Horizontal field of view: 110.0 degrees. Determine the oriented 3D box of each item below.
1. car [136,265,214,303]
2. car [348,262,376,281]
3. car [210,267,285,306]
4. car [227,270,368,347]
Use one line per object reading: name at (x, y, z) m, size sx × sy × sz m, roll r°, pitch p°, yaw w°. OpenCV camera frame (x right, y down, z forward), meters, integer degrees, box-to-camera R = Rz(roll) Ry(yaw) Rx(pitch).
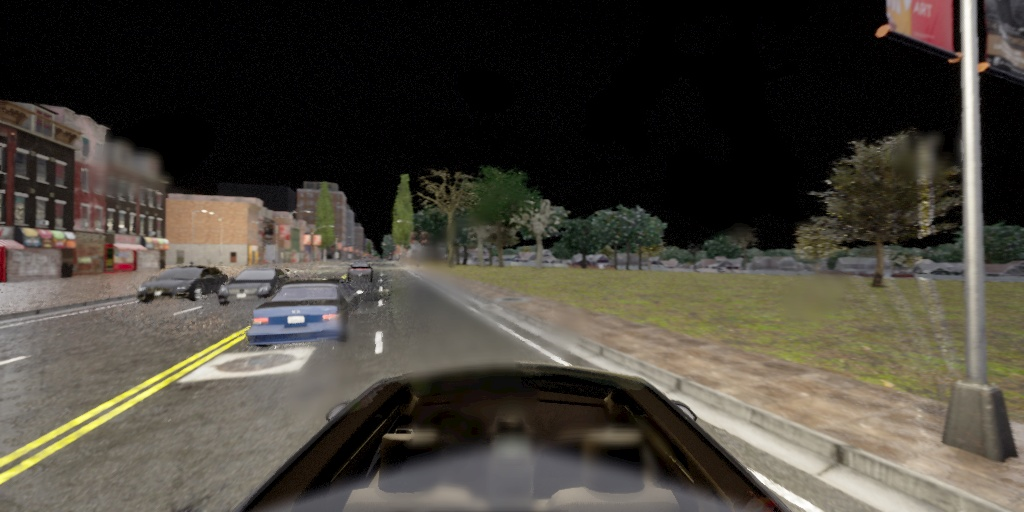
car at (-14.719, 1.210, 16.383) m, size 1.837 × 1.490 × 4.892 m, roll 0°, pitch 0°, yaw -20°
car at (-12.041, 1.200, 28.701) m, size 2.128 × 1.511 × 4.902 m, roll 0°, pitch 0°, yaw -20°
car at (-11.063, 1.242, 15.827) m, size 1.812 × 1.442 × 4.674 m, roll 0°, pitch 0°, yaw -20°
car at (-5.056, 1.283, 9.347) m, size 2.033 × 1.411 × 5.357 m, roll 0°, pitch 0°, yaw -20°
